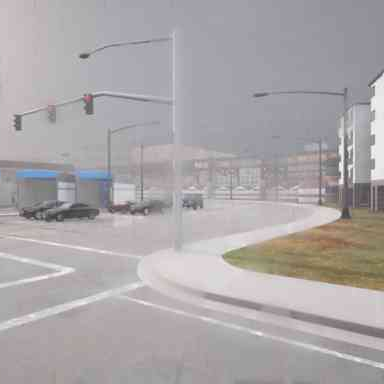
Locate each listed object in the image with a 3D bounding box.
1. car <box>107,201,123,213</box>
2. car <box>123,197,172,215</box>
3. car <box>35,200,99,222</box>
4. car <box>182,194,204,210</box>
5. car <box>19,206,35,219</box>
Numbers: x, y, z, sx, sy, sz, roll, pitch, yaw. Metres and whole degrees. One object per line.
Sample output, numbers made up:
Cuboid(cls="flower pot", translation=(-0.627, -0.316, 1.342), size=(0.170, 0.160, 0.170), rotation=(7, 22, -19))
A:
Cuboid(cls="car", translation=(-7.054, 1.601, 36.365), size=(1.895, 1.301, 4.718), rotation=(0, 0, 30))
Cuboid(cls="car", translation=(-4.445, 1.505, 34.018), size=(1.837, 1.490, 4.892), rotation=(0, 0, 30))
Cuboid(cls="car", translation=(-9.576, 1.526, 26.531), size=(1.812, 1.442, 4.674), rotation=(0, 0, 36))
Cuboid(cls="car", translation=(-0.018, 1.221, 43.732), size=(2.150, 2.045, 5.566), rotation=(0, 0, 16))
Cuboid(cls="car", translation=(-12.285, 1.505, 28.756), size=(1.837, 1.490, 4.892), rotation=(0, 0, 36))
